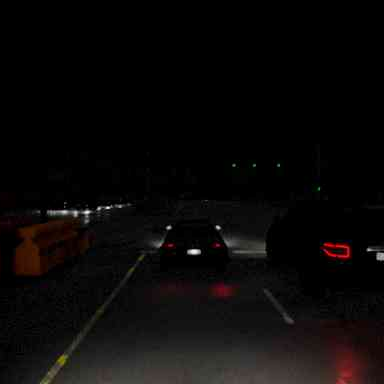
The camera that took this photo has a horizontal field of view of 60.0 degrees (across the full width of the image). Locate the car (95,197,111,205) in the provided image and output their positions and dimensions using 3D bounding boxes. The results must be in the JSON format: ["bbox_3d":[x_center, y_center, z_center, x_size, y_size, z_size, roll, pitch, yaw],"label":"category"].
[{"bbox_3d":[-17.737,1.770,66.487,1.812,1.442,4.674,0,0,0],"label":"car"}]

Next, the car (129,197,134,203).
[{"bbox_3d":[-14.332,1.809,74.660,2.033,1.411,5.357,0,0,0],"label":"car"}]

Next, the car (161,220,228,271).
[{"bbox_3d":[0.056,1.634,11.202,1.994,1.385,4.181,0,0,0],"label":"car"}]

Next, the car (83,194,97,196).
[{"bbox_3d":[-17.721,1.438,56.966,2.150,2.045,5.566,0,0,0],"label":"car"}]

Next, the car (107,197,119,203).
[{"bbox_3d":[-17.846,1.868,75.354,1.895,1.301,4.718,0,0,-3],"label":"car"}]

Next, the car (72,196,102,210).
[{"bbox_3d":[-14.245,1.685,45.500,1.837,1.490,4.892,0,0,0],"label":"car"}]

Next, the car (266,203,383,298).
[{"bbox_3d":[3.561,1.284,8.827,2.150,2.045,5.566,0,0,0],"label":"car"}]

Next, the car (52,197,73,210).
[{"bbox_3d":[-17.750,1.536,46.468,2.097,1.767,4.553,0,0,0],"label":"car"}]

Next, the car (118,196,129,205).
[{"bbox_3d":[-14.230,1.591,64.719,2.097,1.767,4.553,0,0,0],"label":"car"}]

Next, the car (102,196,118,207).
[{"bbox_3d":[-14.234,1.737,55.761,1.812,1.442,4.674,0,0,0],"label":"car"}]
